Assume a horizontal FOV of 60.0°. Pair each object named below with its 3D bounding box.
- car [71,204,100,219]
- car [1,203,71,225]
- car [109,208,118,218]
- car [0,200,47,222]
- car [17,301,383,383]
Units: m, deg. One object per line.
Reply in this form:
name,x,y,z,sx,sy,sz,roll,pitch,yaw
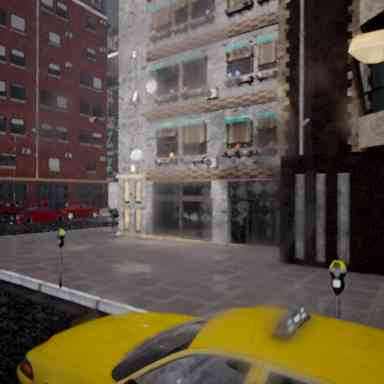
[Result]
car,-11.084,1.877,32.463,1.887,1.381,4.507,-1,-2,35
car,-12.236,1.809,26.350,1.994,1.385,4.181,0,-1,35
car,-6.094,1.655,34.992,2.150,2.045,5.566,0,0,35
car,-14.382,1.544,27.826,2.192,1.841,5.009,-1,-2,35
car,0.496,1.524,2.521,4.829,1.417,1.752,0,0,36
